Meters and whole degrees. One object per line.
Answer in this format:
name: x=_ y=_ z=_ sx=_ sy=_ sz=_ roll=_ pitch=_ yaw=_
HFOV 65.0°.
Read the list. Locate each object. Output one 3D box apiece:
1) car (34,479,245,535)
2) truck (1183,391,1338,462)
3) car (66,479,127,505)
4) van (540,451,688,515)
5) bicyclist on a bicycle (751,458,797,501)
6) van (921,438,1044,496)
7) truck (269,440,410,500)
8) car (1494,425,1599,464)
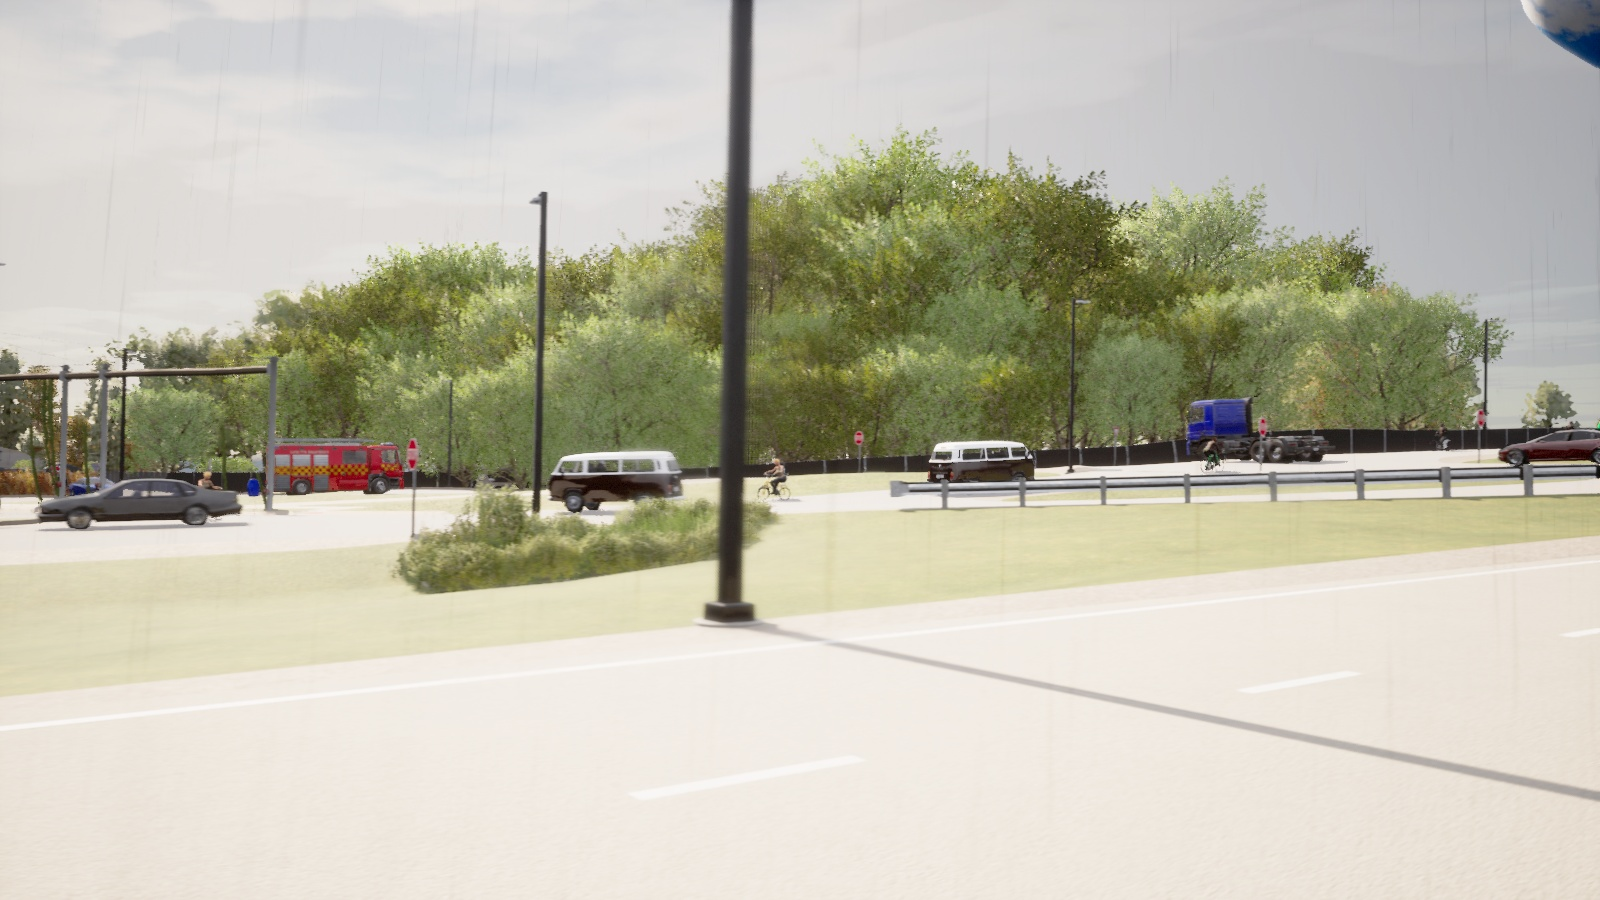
car: x=-19.376 y=1.632 z=36.916 sx=5.357 sy=1.411 sz=2.033 roll=-1 pitch=0 yaw=-31
truck: x=24.039 y=-1.186 z=66.027 sx=2.891 sy=3.462 sz=7.936 roll=-2 pitch=1 yaw=-24
car: x=-44.909 y=2.670 z=80.146 sx=5.008 sy=1.535 sz=1.882 roll=-2 pitch=-1 yaw=42
van: x=-6.281 y=1.112 z=42.579 sx=4.480 sy=2.038 sz=2.069 roll=-1 pitch=0 yaw=13
bicyclist on a bicycle: x=-0.996 y=1.130 z=47.827 sx=1.509 sy=1.612 sz=0.866 roll=2 pitch=-2 yaw=-34
van: x=7.188 y=0.631 z=49.237 sx=4.480 sy=2.038 sz=2.069 roll=-3 pitch=1 yaw=-34
truck: x=-30.951 y=1.292 z=84.544 sx=8.468 sy=3.827 sz=2.891 roll=0 pitch=0 yaw=-34
car: x=31.827 y=-0.237 z=52.335 sx=4.792 sy=1.488 sz=2.163 roll=-2 pitch=1 yaw=37
